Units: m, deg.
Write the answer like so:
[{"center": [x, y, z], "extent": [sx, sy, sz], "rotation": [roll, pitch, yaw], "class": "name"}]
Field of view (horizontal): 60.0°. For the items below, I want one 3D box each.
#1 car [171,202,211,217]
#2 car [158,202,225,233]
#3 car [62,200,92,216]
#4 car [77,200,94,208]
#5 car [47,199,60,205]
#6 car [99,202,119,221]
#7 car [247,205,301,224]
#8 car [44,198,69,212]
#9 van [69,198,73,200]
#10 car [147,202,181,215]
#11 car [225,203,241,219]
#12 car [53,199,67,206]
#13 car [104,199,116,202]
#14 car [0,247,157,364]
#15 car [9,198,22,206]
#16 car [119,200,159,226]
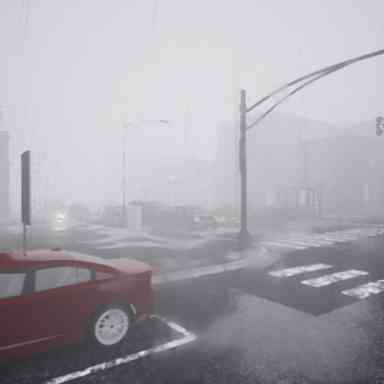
[{"center": [-0.206, 1.808, 35.860], "extent": [1.752, 1.417, 4.829], "rotation": [-2, 0, -36], "class": "car"}, {"center": [-0.109, 1.666, 21.693], "extent": [1.967, 1.590, 4.097], "rotation": [-1, 0, -36], "class": "car"}, {"center": [-13.558, 2.044, 39.873], "extent": [2.008, 1.369, 4.403], "rotation": [-1, 0, -36], "class": "car"}, {"center": [-20.279, 2.265, 62.994], "extent": [1.802, 1.307, 4.206], "rotation": [-2, 0, -36], "class": "car"}, {"center": [-33.831, 2.478, 81.311], "extent": [1.752, 1.417, 4.829], "rotation": [-2, 0, -36], "class": "car"}, {"center": [-6.832, 1.910, 30.783], "extent": [2.008, 1.369, 4.403], "rotation": [-1, 0, -36], "class": "car"}, {"center": [6.622, 1.713, 26.634], "extent": [1.947, 1.339, 4.313], "rotation": [-2, 0, -36], "class": "car"}, {"center": [-20.288, 1.942, 48.962], "extent": [2.192, 1.841, 5.009], "rotation": [-1, 0, -36], "class": "car"}, {"center": [-27.010, 2.158, 72.084], "extent": [1.690, 1.788, 3.998], "rotation": [-2, 0, -36], "class": "van"}, {"center": [-3.467, 1.898, 40.269], "extent": [2.008, 1.369, 4.403], "rotation": [-2, 0, -36], "class": "car"}, {"center": [3.157, 1.741, 31.315], "extent": [1.752, 1.417, 4.829], "rotation": [-2, 0, -36], "class": "car"}, {"center": [-30.367, 2.429, 76.629], "extent": [1.887, 1.381, 4.507], "rotation": [-2, 0, -36], "class": "car"}, {"center": [-13.558, 1.989, 53.903], "extent": [1.967, 1.590, 4.097], "rotation": [-2, 0, -36], "class": "car"}, {"center": [-2.669, 1.544, 4.659], "extent": [4.507, 1.381, 1.887], "rotation": [0, 0, -35], "class": "car"}, {"center": [-40.497, 2.345, 76.208], "extent": [2.192, 1.841, 5.009], "rotation": [-1, 0, -36], "class": "car"}, {"center": [-3.475, 1.608, 26.237], "extent": [2.192, 1.841, 5.009], "rotation": [-1, 0, -36], "class": "car"}]
